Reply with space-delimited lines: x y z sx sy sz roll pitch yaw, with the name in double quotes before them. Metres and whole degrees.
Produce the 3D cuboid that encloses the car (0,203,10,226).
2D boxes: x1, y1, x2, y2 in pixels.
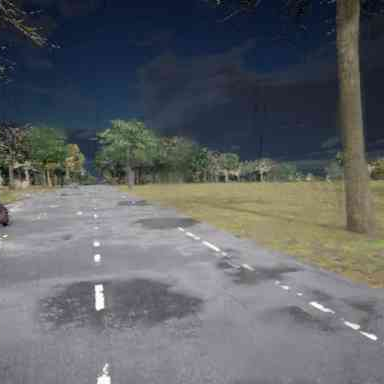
"car" -10.126 1.131 15.932 1.812 1.442 4.674 -3 3 -16
